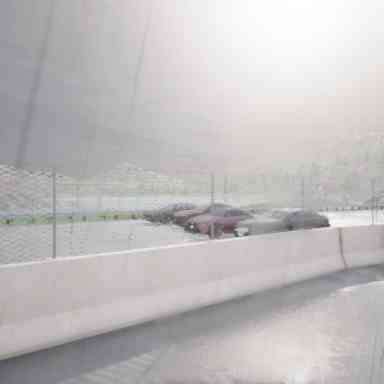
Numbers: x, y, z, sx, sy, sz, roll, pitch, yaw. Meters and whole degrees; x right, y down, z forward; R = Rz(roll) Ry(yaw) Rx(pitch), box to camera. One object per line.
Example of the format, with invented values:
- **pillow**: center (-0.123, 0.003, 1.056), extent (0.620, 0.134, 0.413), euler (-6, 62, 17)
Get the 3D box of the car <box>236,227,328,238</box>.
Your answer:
- **car**: center (4.064, 1.474, 14.843), extent (4.902, 1.511, 2.128), euler (0, 0, -31)
